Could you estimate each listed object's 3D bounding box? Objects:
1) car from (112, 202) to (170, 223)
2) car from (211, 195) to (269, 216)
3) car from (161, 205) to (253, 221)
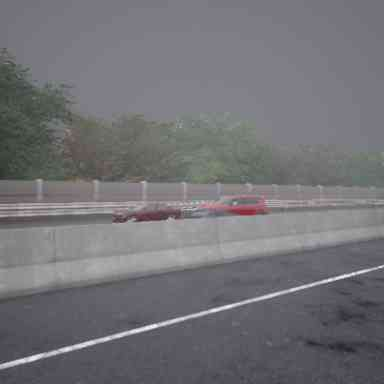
[{"bbox_3d":[-3.068,1.477,23.209,5.008,1.535,1.882,0,0,-35],"label":"car"},{"bbox_3d":[2.863,1.231,23.072,5.566,2.045,2.150,0,0,-35],"label":"car"},{"bbox_3d":[0.852,1.567,17.406,4.181,1.385,1.994,0,0,-35],"label":"car"}]
